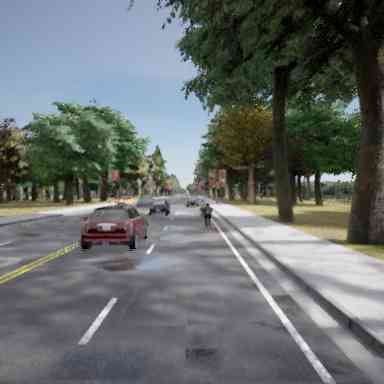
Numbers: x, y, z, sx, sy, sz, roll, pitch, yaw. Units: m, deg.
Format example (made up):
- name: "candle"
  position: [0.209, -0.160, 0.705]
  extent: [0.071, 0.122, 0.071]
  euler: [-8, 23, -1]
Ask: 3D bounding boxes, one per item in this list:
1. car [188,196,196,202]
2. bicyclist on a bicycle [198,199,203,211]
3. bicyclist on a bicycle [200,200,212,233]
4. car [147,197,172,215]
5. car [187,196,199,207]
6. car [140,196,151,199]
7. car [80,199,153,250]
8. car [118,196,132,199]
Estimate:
- name: "car"
  position: [0.004, 1.582, 73.905]
  extent: [1.895, 1.301, 4.718]
  euler: [0, 0, 0]
- name: "bicyclist on a bicycle"
  position: [0.911, 1.424, 28.118]
  extent: [0.866, 1.612, 1.509]
  euler: [0, 0, 0]
- name: "bicyclist on a bicycle"
  position: [0.893, 1.446, 18.659]
  extent: [0.582, 1.620, 1.656]
  euler: [0, 0, 0]
- name: "car"
  position: [-3.150, 1.510, 33.219]
  extent: [1.812, 1.442, 4.674]
  euler: [0, 0, 0]
- name: "car"
  position: [0.100, 1.523, 52.159]
  extent: [2.033, 1.411, 5.357]
  euler: [0, 0, 0]
- name: "car"
  position: [-6.569, 1.328, 47.167]
  extent: [2.097, 1.767, 4.553]
  euler: [0, 0, 0]
- name: "car"
  position: [-3.150, 1.347, 14.392]
  extent: [2.097, 1.767, 4.553]
  euler: [0, 0, 0]
- name: "car"
  position: [-9.817, 1.328, 48.157]
  extent: [2.097, 1.767, 4.553]
  euler: [0, 0, 0]
